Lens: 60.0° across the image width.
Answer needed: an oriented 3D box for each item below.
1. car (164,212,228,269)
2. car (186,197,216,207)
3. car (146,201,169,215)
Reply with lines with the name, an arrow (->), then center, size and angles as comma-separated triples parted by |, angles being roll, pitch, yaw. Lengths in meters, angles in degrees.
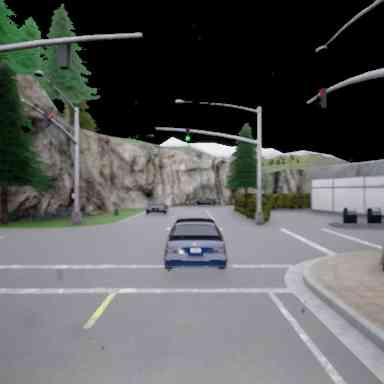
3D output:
car -> 0.100, 1.559, 11.099 | 2.033, 1.411, 5.357 | 0, 0, 0
car -> 1.441, 1.546, 52.010 | 4.902, 1.511, 2.128 | 0, 0, -29
car -> -3.518, 1.600, 34.228 | 1.994, 1.385, 4.181 | 0, 0, 1
